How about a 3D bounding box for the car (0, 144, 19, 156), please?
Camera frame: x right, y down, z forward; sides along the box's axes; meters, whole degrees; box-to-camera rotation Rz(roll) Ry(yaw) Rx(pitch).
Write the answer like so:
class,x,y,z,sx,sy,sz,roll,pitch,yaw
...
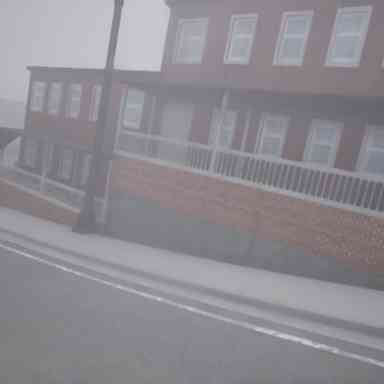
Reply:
class,x,y,z,sx,sy,sz,roll,pitch,yaw
car,-22.394,-5.145,40.062,1.994,1.385,4.181,16,9,35
